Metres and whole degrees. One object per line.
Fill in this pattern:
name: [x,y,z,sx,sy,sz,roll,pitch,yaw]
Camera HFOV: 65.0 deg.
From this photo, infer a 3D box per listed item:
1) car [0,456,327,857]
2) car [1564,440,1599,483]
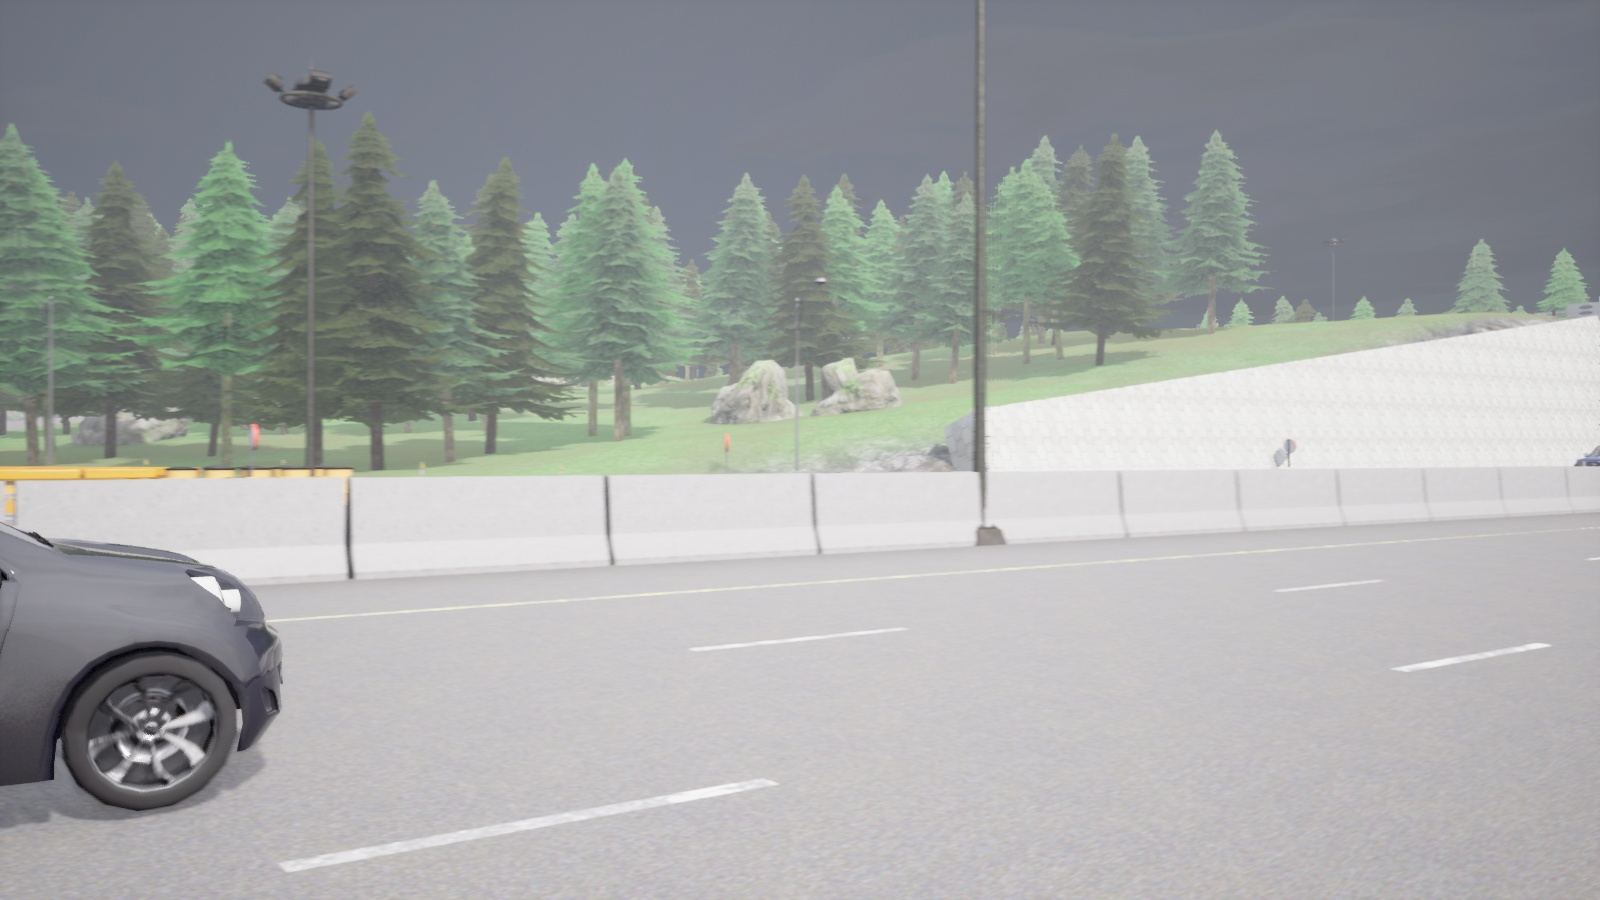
car: [-4.048,0.780,5.106,3.633,1.501,1.845,0,0,-35]
car: [39.664,0.533,61.118,5.566,2.045,2.150,0,0,-35]
